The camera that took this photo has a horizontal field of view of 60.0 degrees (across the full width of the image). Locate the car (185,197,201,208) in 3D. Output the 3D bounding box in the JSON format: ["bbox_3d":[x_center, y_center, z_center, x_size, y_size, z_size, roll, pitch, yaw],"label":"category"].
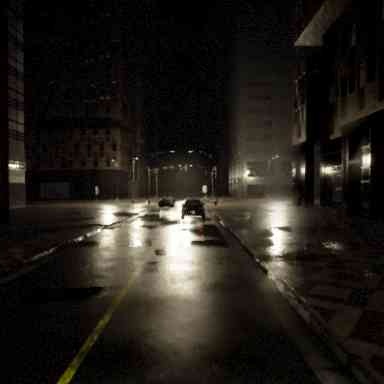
[{"bbox_3d":[0.099,1.310,43.077,1.895,1.301,4.718,0,0,0],"label":"car"}]

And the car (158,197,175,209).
[{"bbox_3d":[-3.050,1.269,41.375,2.033,1.411,5.357,0,0,1],"label":"car"}]

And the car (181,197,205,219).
[{"bbox_3d":[0.096,1.345,26.993,1.812,1.442,4.674,0,0,0],"label":"car"}]
